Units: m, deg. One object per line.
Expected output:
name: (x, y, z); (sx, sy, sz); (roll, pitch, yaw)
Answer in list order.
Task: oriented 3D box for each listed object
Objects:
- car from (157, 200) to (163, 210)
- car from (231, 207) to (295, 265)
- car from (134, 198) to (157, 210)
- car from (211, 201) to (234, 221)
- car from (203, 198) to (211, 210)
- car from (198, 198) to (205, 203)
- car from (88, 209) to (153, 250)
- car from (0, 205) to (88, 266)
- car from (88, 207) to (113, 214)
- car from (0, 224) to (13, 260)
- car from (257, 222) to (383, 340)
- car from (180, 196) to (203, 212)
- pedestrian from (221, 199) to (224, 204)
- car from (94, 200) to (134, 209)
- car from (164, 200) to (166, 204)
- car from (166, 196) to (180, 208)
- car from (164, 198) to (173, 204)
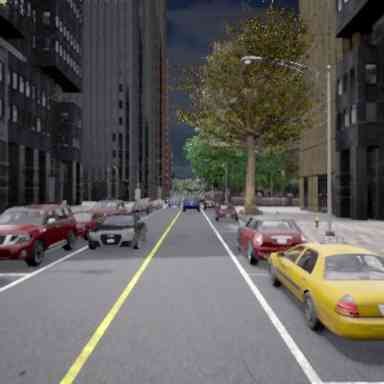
car: (-5.831, 1.974, 50.693); (2.008, 1.369, 4.403); (0, 0, 0)
car: (2.747, 1.541, 12.124); (1.967, 1.590, 4.097); (0, 0, 0)
car: (-5.815, 1.645, 39.670); (2.192, 1.841, 5.009); (0, 0, 0)
car: (2.960, 1.770, 29.445); (1.812, 1.442, 4.674); (0, 0, 0)
car: (2.695, 1.989, 50.713); (1.947, 1.339, 4.313); (0, 0, 0)
car: (2.636, 2.378, 93.802); (1.947, 1.339, 4.313); (0, -1, 0)
car: (-3.121, 1.687, 14.775); (1.994, 1.385, 4.181); (0, 0, 0)
car: (-5.778, 1.416, 12.108); (2.192, 1.841, 5.009); (0, 0, 0)
car: (-5.786, 1.691, 17.619); (1.887, 1.381, 4.507); (0, 0, 0)
car: (-5.771, 1.600, 6.594); (1.887, 1.381, 4.507); (0, 0, 0)
car: (2.754, 1.582, 6.781); (1.752, 1.417, 4.829); (0, 0, 0)
car: (-0.056, 1.596, 44.155); (2.150, 2.045, 5.566); (0, -1, 0)
pedestrian: (2.956, 1.561, 32.285); (0.375, 1.860, 0.375); (0, -1, 0)
car: (-5.793, 1.507, 23.133); (2.192, 1.841, 5.009); (0, 0, 0)
car: (-5.838, 1.994, 56.036); (1.752, 1.417, 4.829); (0, 0, 0)
car: (-3.081, 1.831, 60.032); (2.150, 2.045, 5.566); (0, -1, 0)
car: (-5.875, 2.274, 82.869); (1.947, 1.339, 4.313); (0, -1, 0)
